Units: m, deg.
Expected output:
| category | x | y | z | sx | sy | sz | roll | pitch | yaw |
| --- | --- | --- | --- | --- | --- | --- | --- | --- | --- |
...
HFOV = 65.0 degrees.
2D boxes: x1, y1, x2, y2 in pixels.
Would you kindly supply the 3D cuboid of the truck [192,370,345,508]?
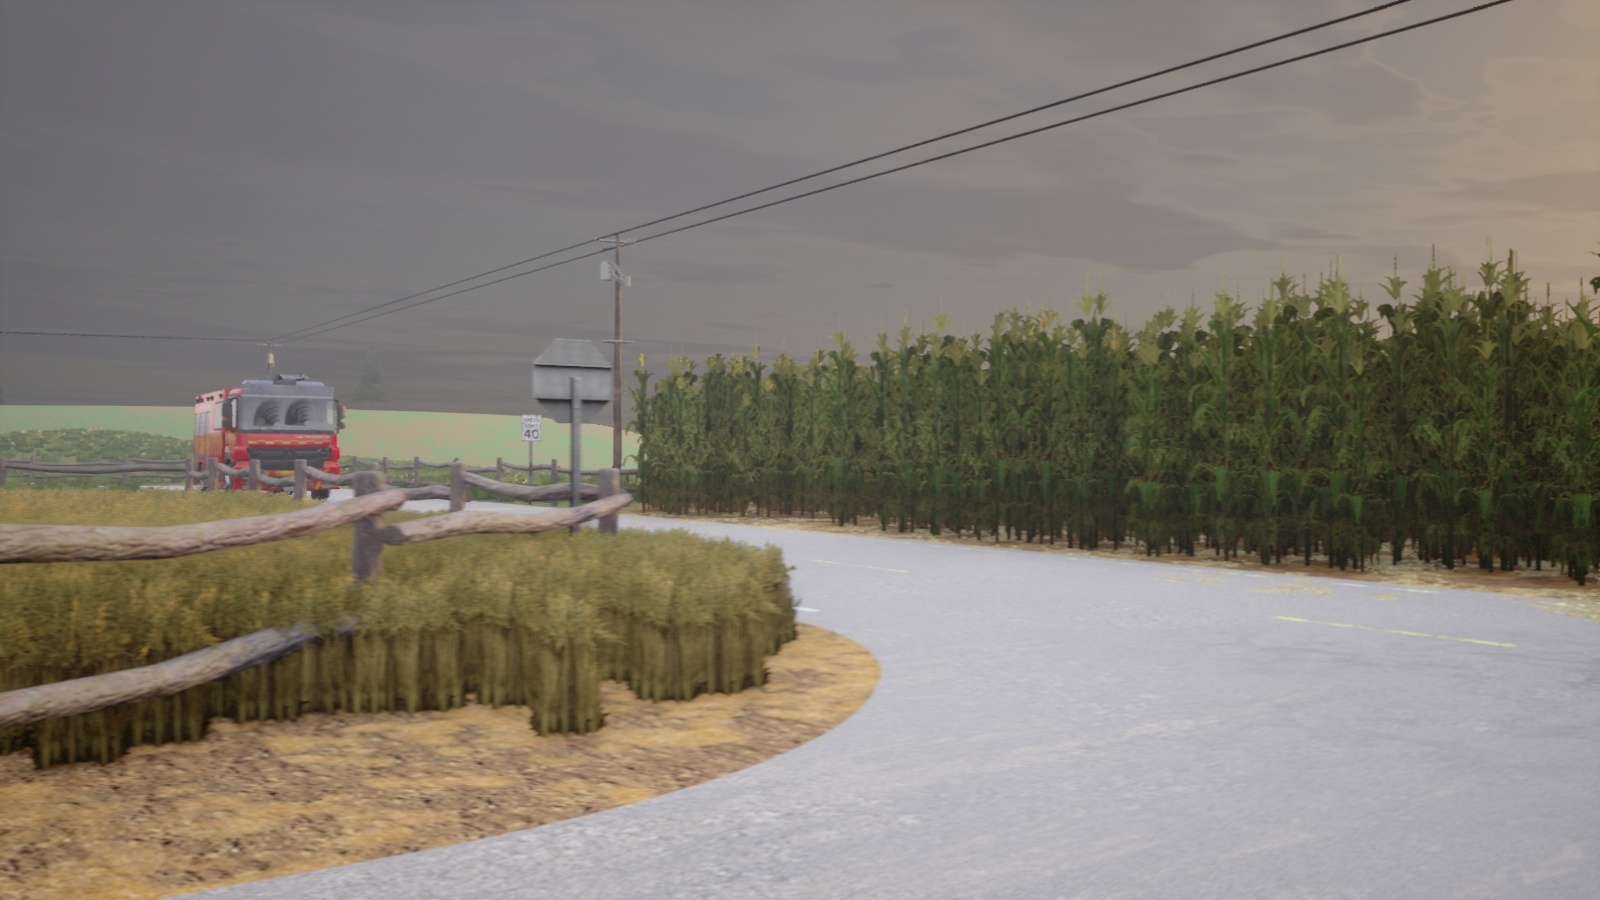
| category | x | y | z | sx | sy | sz | roll | pitch | yaw |
| --- | --- | --- | --- | --- | --- | --- | --- | --- | --- |
| truck | -16.661 | -0.292 | 38.976 | 2.891 | 3.827 | 8.468 | 0 | 0 | -33 |
